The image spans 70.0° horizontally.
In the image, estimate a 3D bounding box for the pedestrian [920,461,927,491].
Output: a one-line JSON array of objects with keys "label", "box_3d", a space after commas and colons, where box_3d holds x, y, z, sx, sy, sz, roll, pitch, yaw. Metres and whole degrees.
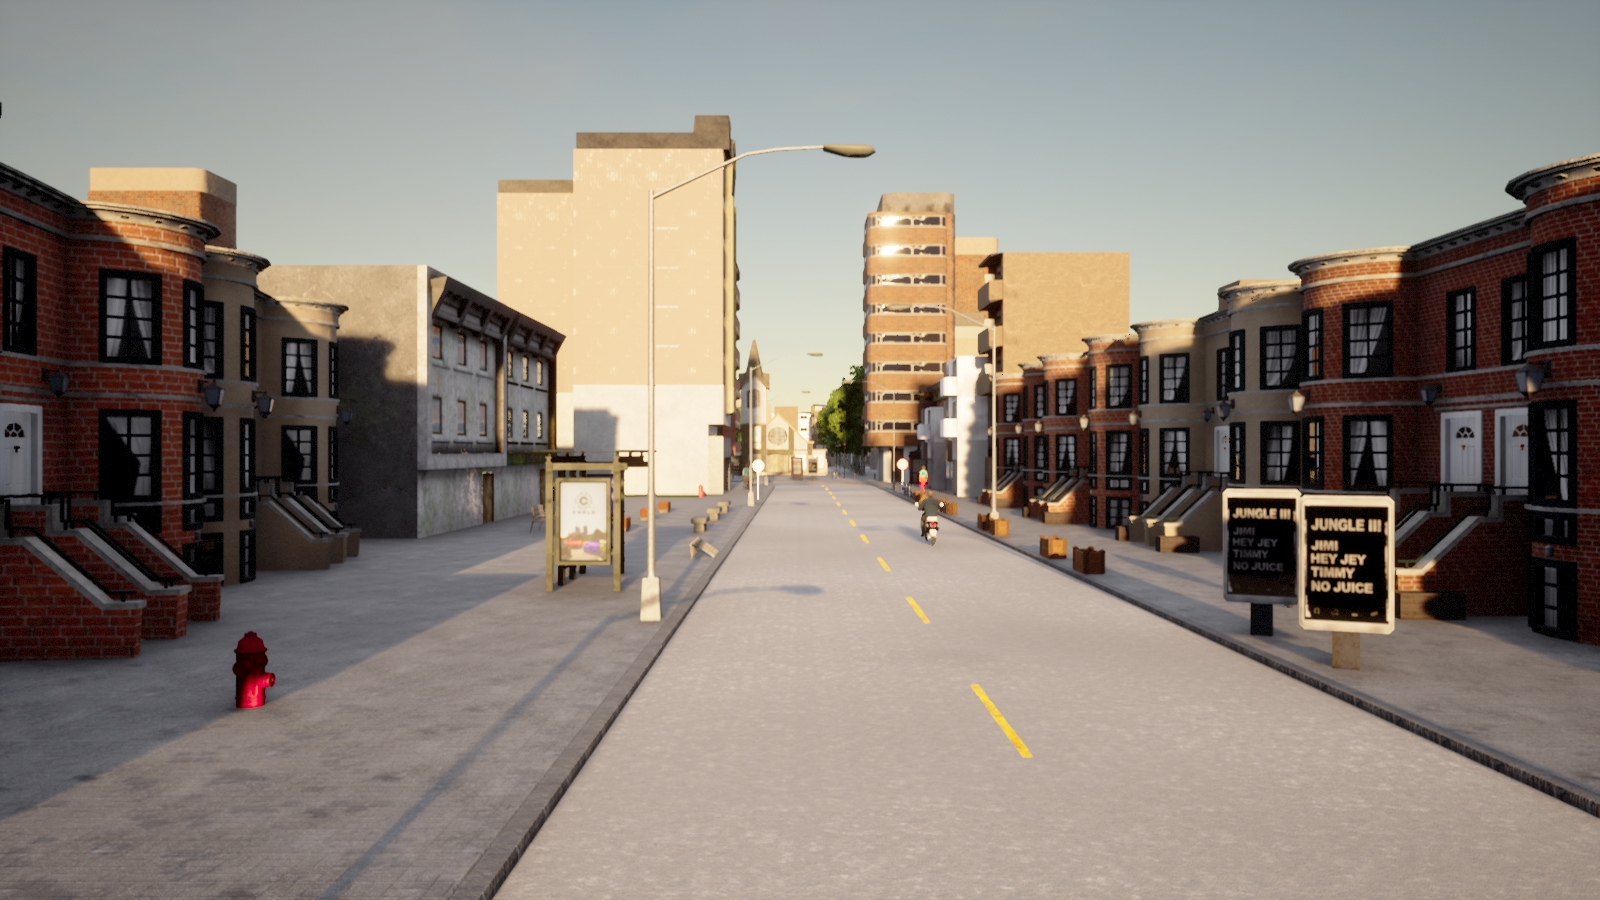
[{"label": "pedestrian", "box_3d": [7.669, 1.637, 71.173, 0.375, 1.860, 0.375, 0, 0, -1]}]
